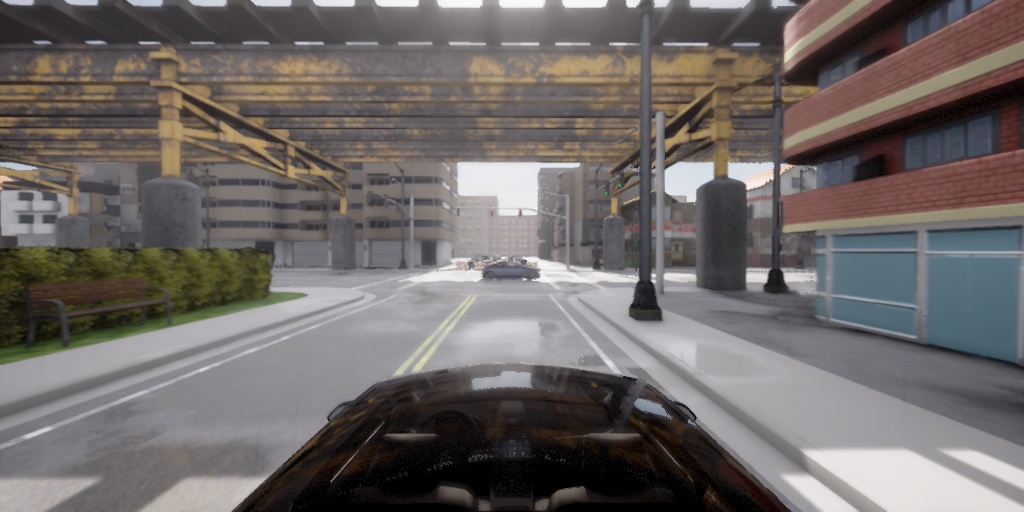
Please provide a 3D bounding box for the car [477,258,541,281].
[{"bbox_3d":[-0.093,1.042,25.099,4.181,1.385,1.994,0,1,0],"label":"car"}]
